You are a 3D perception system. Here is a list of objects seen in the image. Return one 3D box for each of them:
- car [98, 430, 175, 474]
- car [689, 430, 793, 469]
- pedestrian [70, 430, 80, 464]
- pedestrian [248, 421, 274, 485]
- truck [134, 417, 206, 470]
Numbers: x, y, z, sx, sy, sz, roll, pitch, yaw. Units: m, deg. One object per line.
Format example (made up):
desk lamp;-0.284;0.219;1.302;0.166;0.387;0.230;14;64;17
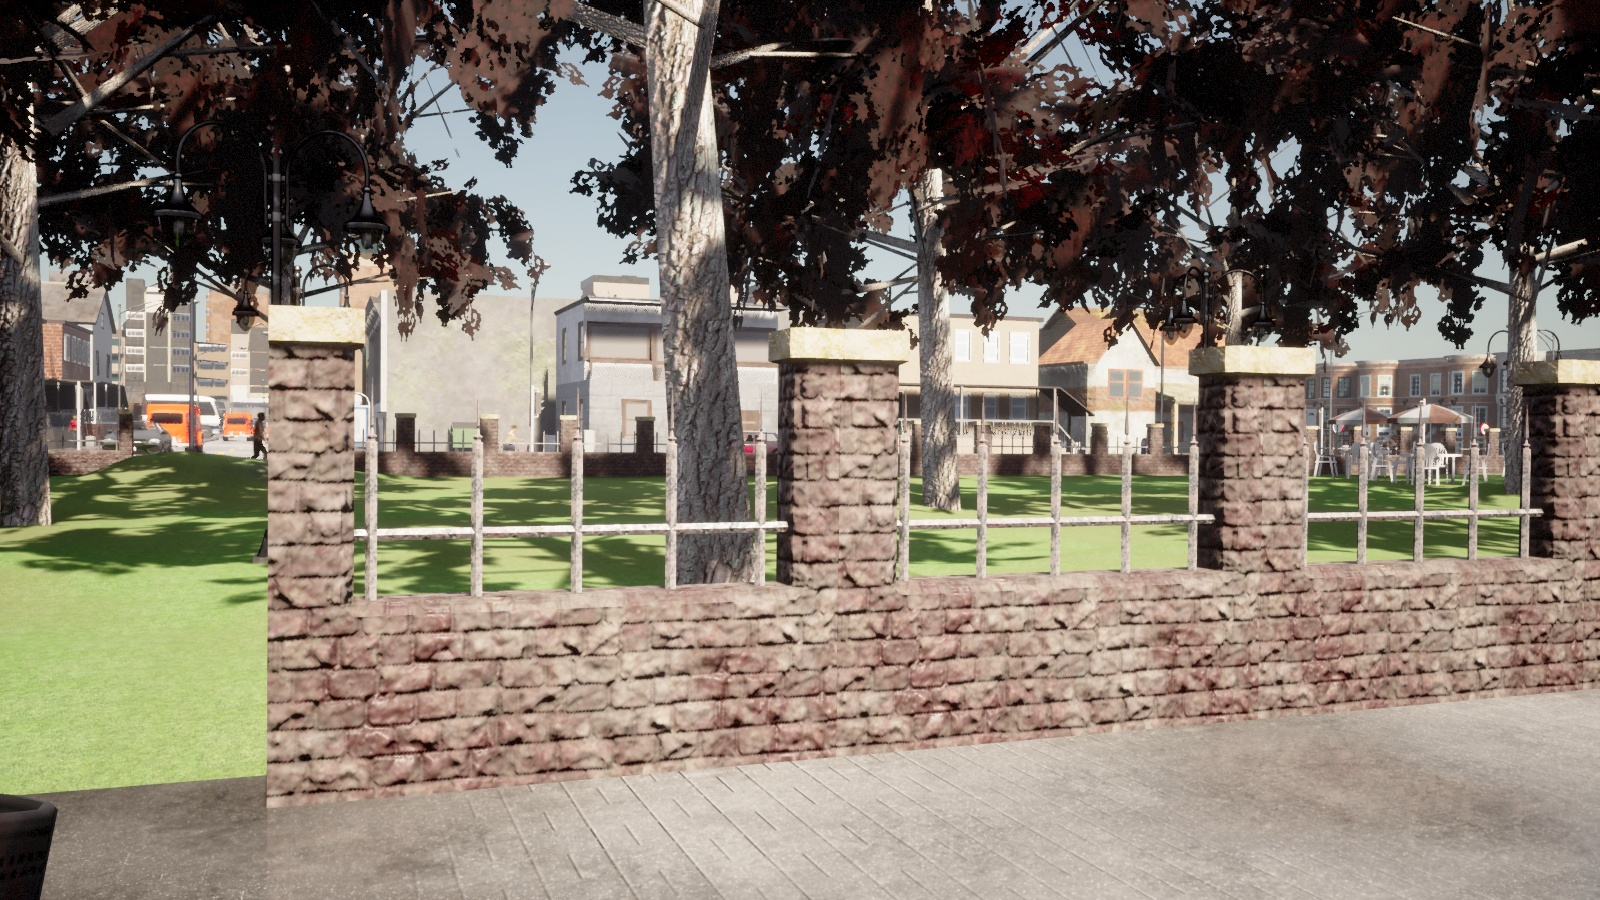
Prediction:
car;-26.789;0.039;50.864;2.152;1.651;5.027;-1;1;-21
car;-2.411;-0.045;51.313;3.806;1.475;1.970;-1;1;-21
pedestrian;-38.591;-0.163;66.875;0.331;1.846;0.636;-1;1;-22
pedestrian;-15.575;0.085;36.300;0.634;1.846;0.331;-1;1;-21
truck;-31.008;-0.362;61.957;2.627;2.467;5.204;-1;1;-21
